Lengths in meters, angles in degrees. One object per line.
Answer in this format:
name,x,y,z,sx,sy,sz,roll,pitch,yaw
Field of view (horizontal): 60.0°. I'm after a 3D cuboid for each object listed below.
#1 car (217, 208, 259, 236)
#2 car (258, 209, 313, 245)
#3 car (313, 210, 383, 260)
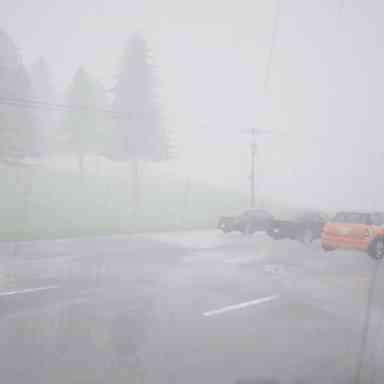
car,3.576,1.679,19.300,4.674,1.442,1.812,0,0,-35
car,5.887,1.635,16.647,5.008,1.535,1.882,0,0,-35
car,7.260,1.500,13.334,4.553,1.767,2.097,1,-1,-35
